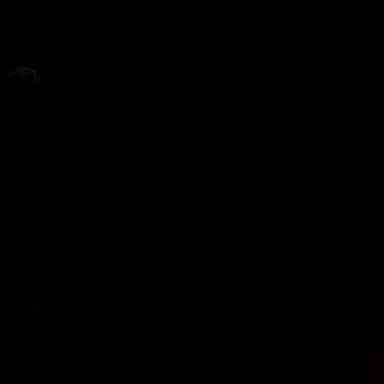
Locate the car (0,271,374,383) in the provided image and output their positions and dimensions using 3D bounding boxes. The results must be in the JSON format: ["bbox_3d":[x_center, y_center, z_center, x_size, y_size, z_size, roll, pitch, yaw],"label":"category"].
[{"bbox_3d":[-0.596,1.482,2.523,5.008,1.535,1.882,0,0,-35],"label":"car"}]
